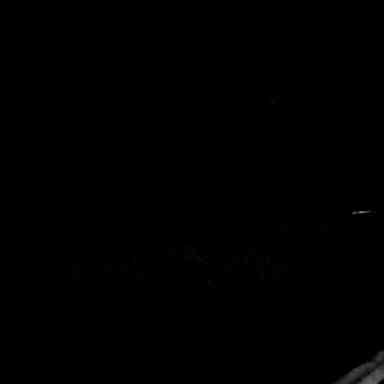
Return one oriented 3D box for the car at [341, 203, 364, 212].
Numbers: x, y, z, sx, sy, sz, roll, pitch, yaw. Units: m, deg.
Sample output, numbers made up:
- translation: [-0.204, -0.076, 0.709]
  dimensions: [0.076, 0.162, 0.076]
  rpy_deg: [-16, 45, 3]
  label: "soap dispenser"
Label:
- translation: [27.043, 2.624, 56.710]
  dimensions: [2.033, 1.411, 5.357]
  rpy_deg: [-4, -2, -1]
  label: "car"
